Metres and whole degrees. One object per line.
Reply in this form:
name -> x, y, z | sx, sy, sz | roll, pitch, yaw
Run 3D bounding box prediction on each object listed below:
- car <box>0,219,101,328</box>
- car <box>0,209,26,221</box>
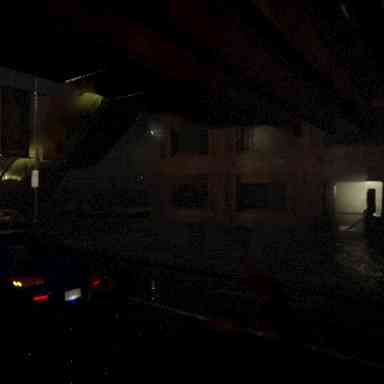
car -> -3.809, 1.492, 6.731 | 4.674, 1.442, 1.812 | 0, 0, 35
car -> -7.955, 1.411, 13.236 | 4.892, 1.521, 2.231 | 0, 0, 45
